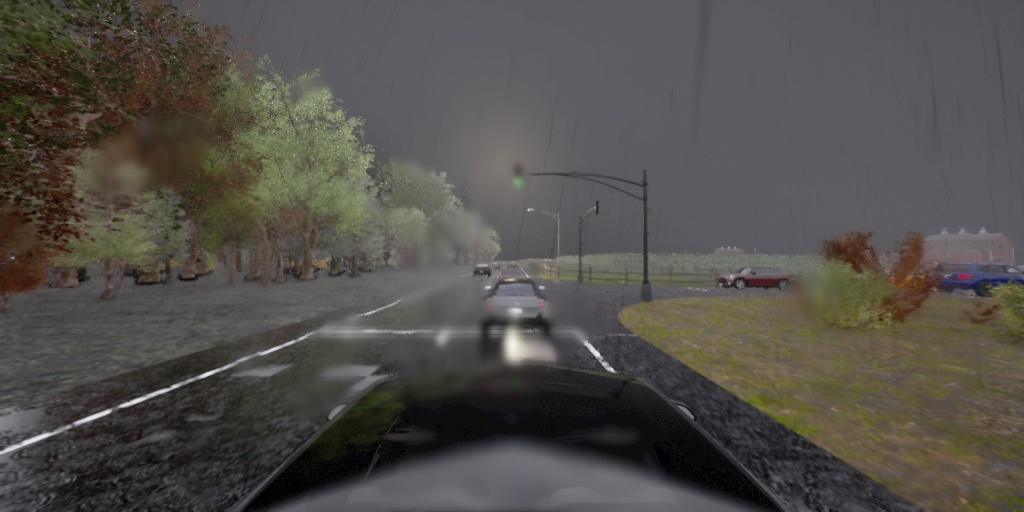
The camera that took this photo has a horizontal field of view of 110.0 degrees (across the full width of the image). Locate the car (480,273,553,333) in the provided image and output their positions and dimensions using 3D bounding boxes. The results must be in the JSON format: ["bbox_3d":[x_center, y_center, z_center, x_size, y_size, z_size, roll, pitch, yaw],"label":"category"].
[{"bbox_3d":[0.120,1.398,11.047,1.994,1.385,4.181,0,0,0],"label":"car"}]

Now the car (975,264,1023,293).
[{"bbox_3d":[38.232,1.658,26.327,5.566,2.045,2.150,1,-1,0],"label":"car"}]

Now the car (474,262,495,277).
[{"bbox_3d":[-3.305,1.578,41.429,1.882,1.535,5.008,0,0,0],"label":"car"}]

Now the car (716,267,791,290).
[{"bbox_3d":[17.705,1.566,26.514,4.553,1.767,2.097,1,-1,1],"label":"car"}]

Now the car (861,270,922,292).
[{"bbox_3d":[27.782,1.800,26.397,5.008,1.535,1.882,1,-1,0],"label":"car"}]

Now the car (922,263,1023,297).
[{"bbox_3d":[30.131,1.472,22.675,5.566,2.045,2.150,1,-1,0],"label":"car"}]
